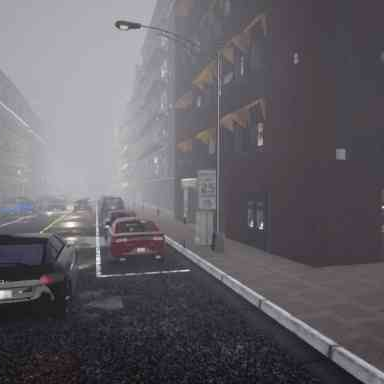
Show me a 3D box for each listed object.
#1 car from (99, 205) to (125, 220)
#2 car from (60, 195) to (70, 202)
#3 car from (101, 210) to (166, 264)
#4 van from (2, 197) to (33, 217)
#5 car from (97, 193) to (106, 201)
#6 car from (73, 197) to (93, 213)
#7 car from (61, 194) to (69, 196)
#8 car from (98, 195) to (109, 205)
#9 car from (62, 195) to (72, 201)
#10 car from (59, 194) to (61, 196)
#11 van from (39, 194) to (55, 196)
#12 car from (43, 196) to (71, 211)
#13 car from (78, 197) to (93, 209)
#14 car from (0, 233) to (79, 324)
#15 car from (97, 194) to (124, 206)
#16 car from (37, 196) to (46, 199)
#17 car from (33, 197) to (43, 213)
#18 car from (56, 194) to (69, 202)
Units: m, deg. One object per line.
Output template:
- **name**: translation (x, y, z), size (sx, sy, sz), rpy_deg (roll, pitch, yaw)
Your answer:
- **car**: translation (-3.570, 1.562, 16.899), size (1.947, 1.339, 4.313), rpy_deg (-1, 0, -16)
- **car**: translation (-30.441, 1.428, 79.921), size (1.967, 1.590, 4.097), rpy_deg (-1, 0, -16)
- **car**: translation (-2.097, 1.542, 11.785), size (1.887, 1.381, 4.507), rpy_deg (-1, 0, -16)
- **van**: translation (-16.304, 1.327, 30.945), size (1.690, 1.788, 3.998), rpy_deg (-1, 0, -16)
- **car**: translation (-23.949, 1.311, 87.652), size (2.192, 1.841, 5.009), rpy_deg (-1, 0, -16)
- **car**: translation (-12.073, 1.515, 36.932), size (1.812, 1.442, 4.674), rpy_deg (0, 0, -16)
- **car**: translation (-27.305, 1.537, 69.037), size (2.008, 1.369, 4.403), rpy_deg (-1, 0, -16)
- **car**: translation (-16.110, 1.431, 60.440), size (1.967, 1.590, 4.097), rpy_deg (-1, 0, -16)
- **car**: translation (-32.007, 1.555, 85.364), size (1.947, 1.339, 4.313), rpy_deg (-1, 0, -16)
- **car**: translation (-22.615, 1.300, 52.704), size (2.192, 1.841, 5.009), rpy_deg (-1, 0, -16)
- **van**: translation (-21.021, 1.326, 47.270), size (1.690, 1.788, 3.998), rpy_deg (-1, 0, -16)
- **car**: translation (-16.156, 1.534, 40.079), size (2.033, 1.411, 5.357), rpy_deg (0, 0, -16)
- **car**: translation (-14.978, 1.466, 46.839), size (1.882, 1.535, 5.008), rpy_deg (0, 0, -16)
- **car**: translation (-3.532, 1.561, 7.083), size (1.994, 1.385, 4.181), rpy_deg (0, 0, -16)
- **car**: translation (-6.707, 1.308, 27.783), size (2.192, 1.841, 5.009), rpy_deg (-1, 0, -16)
- **car**: translation (-19.439, 1.567, 41.830), size (1.802, 1.307, 4.206), rpy_deg (-1, 0, -16)
- **car**: translation (-17.869, 1.567, 36.389), size (1.802, 1.307, 4.206), rpy_deg (-1, 0, -16)
- **car**: translation (-28.875, 1.302, 74.479), size (2.192, 1.841, 5.009), rpy_deg (-1, 0, -16)
